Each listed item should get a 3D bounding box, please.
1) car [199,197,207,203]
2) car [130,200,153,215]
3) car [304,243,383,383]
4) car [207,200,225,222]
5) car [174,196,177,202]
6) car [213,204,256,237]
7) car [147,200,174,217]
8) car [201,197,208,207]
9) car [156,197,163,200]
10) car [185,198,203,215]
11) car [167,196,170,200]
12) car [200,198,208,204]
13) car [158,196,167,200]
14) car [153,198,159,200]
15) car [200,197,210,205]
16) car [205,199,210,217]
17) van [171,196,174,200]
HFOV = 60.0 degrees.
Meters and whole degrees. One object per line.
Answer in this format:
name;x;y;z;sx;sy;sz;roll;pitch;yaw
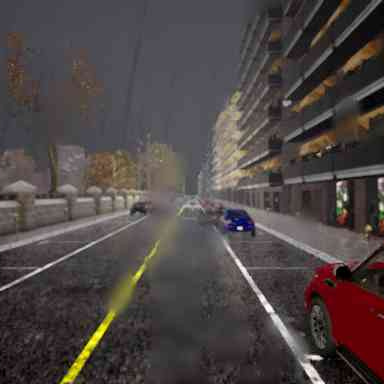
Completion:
car;2.785;2.135;87.468;1.947;1.339;4.313;0;0;0
car;-5.649;1.781;36.807;1.947;1.339;4.313;0;0;0
car;2.695;1.333;3.016;2.192;1.841;5.009;0;0;0
car;2.725;1.732;31.167;2.008;1.369;4.403;0;0;0
car;-5.595;2.136;87.476;1.947;1.339;4.313;0;0;0
car;2.373;1.635;18.725;1.812;1.442;4.674;0;0;0
car;-3.060;1.797;33.619;1.895;1.301;4.718;0;0;0
car;2.755;1.945;59.315;1.802;1.307;4.206;0;0;0
car;-5.637;1.828;48.066;1.887;1.381;4.507;0;0;0
car;0.089;1.849;42.622;1.895;1.301;4.718;0;0;1
car;-5.626;1.679;59.326;2.192;1.841;5.009;0;0;0
car;2.773;2.068;76.207;1.802;1.307;4.206;0;0;0
car;-5.631;1.763;53.694;1.967;1.590;4.097;0;0;0
car;-5.643;1.830;42.438;1.802;1.307;4.206;0;0;0
car;2.767;1.885;70.578;1.967;1.590;4.097;0;0;0
car;2.732;1.759;36.798;1.887;1.381;4.507;0;0;0
van;-5.608;1.828;76.217;1.690;1.788;3.998;0;0;0
